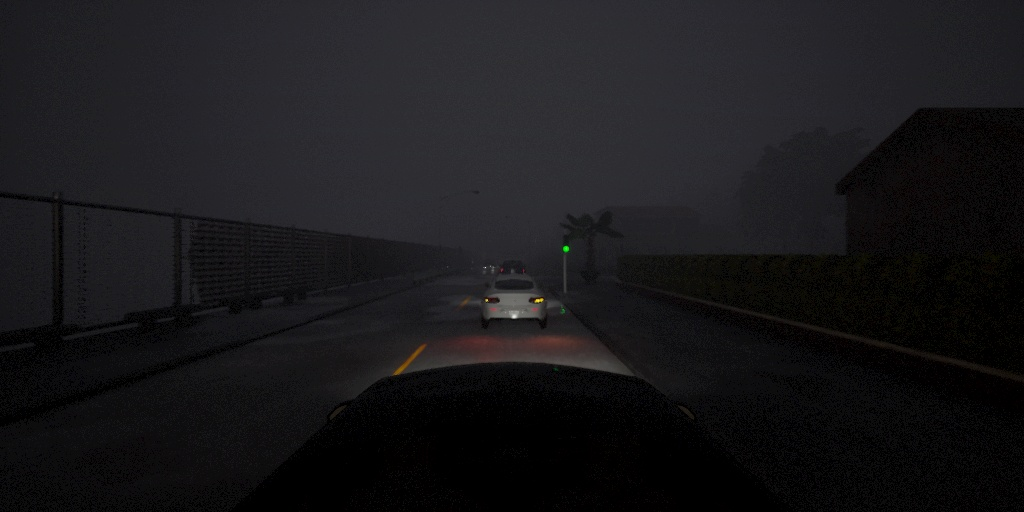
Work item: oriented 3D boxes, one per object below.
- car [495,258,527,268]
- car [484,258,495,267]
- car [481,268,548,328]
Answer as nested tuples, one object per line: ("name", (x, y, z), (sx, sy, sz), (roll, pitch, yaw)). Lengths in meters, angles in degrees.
("car", (0.072, 1.063, 27.600), (2.097, 1.767, 4.553), (0, 0, 0))
("car", (-4.015, 1.184, 64.656), (1.812, 1.442, 4.674), (0, 0, 1))
("car", (0.064, 1.262, 11.279), (1.812, 1.442, 4.674), (0, 0, 0))
